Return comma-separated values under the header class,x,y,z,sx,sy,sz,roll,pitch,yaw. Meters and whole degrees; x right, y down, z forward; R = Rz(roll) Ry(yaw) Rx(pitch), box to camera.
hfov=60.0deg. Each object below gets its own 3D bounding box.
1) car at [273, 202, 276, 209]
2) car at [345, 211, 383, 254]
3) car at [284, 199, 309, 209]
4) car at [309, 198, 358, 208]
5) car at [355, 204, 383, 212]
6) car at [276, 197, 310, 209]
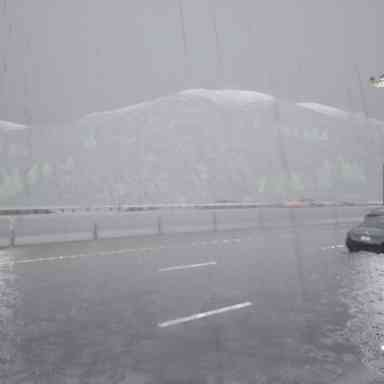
class,x,y,z,sx,sy,sz,roll,pitch,yaw
car,12.710,1.532,42.639,5.008,1.535,1.882,0,0,-23
car,7.784,1.590,12.585,4.181,1.385,1.994,0,0,-30
car,12.413,1.650,34.858,4.718,1.301,1.895,0,0,-25
car,14.035,1.543,31.734,4.902,1.511,2.128,0,0,-24
car,11.797,1.544,18.757,4.892,1.490,1.837,0,0,-28
car,12.649,1.404,38.773,4.553,1.767,2.097,0,0,-24
